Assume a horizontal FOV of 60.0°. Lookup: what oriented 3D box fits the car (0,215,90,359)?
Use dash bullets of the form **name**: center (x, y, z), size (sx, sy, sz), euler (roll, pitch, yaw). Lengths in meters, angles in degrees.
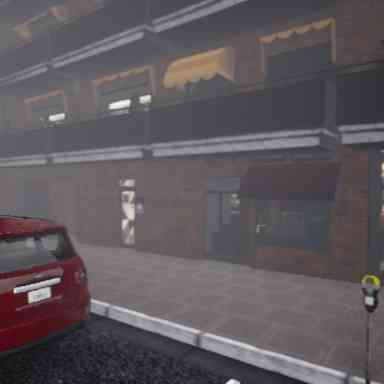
- **car**: center (-3.768, 1.316, 5.380), size (5.009, 1.841, 2.192), euler (0, 1, 36)
